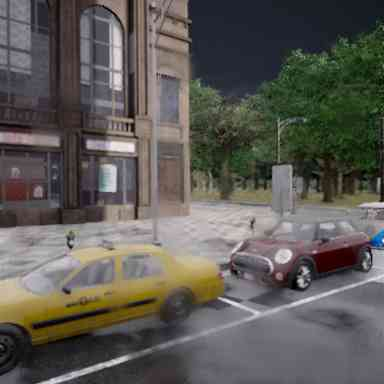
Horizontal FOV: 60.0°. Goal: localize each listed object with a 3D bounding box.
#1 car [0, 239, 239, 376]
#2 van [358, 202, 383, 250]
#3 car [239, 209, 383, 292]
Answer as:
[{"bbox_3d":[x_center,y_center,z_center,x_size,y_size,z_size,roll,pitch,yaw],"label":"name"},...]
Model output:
[{"bbox_3d":[-1.646,1.512,5.477,4.829,1.417,1.752,-1,0,-36],"label":"car"},{"bbox_3d":[7.343,1.247,11.892,3.998,1.788,1.690,-1,0,-36],"label":"van"},{"bbox_3d":[2.918,1.386,8.733,4.097,1.590,1.967,-1,0,-36],"label":"car"}]
